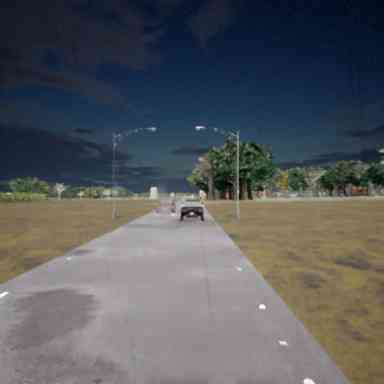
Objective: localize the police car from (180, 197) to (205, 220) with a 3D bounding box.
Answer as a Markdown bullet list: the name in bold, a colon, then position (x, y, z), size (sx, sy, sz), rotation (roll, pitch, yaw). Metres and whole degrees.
- **police car**: position (0.030, 1.457, 28.104), size (1.930, 1.638, 5.238), rotation (0, 0, 0)

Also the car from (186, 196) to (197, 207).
- **car**: position (-0.014, 1.568, 56.131), size (1.801, 1.575, 5.366), rotation (0, 0, 0)

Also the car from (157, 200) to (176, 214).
- **car**: position (-2.769, 1.574, 36.695), size (1.812, 1.442, 4.674), rotation (0, 0, 0)
